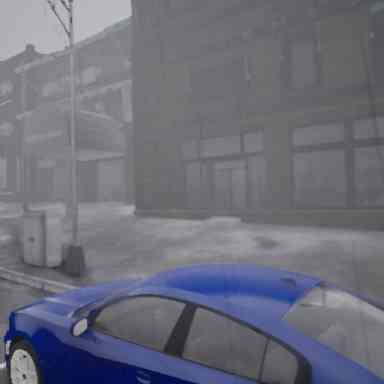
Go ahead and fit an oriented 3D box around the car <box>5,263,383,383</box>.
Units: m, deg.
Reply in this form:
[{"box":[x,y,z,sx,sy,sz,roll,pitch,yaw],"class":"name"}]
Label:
[{"box":[0.120,1.479,3.233,5.008,1.535,2.097,0,0,35],"class":"car"}]
